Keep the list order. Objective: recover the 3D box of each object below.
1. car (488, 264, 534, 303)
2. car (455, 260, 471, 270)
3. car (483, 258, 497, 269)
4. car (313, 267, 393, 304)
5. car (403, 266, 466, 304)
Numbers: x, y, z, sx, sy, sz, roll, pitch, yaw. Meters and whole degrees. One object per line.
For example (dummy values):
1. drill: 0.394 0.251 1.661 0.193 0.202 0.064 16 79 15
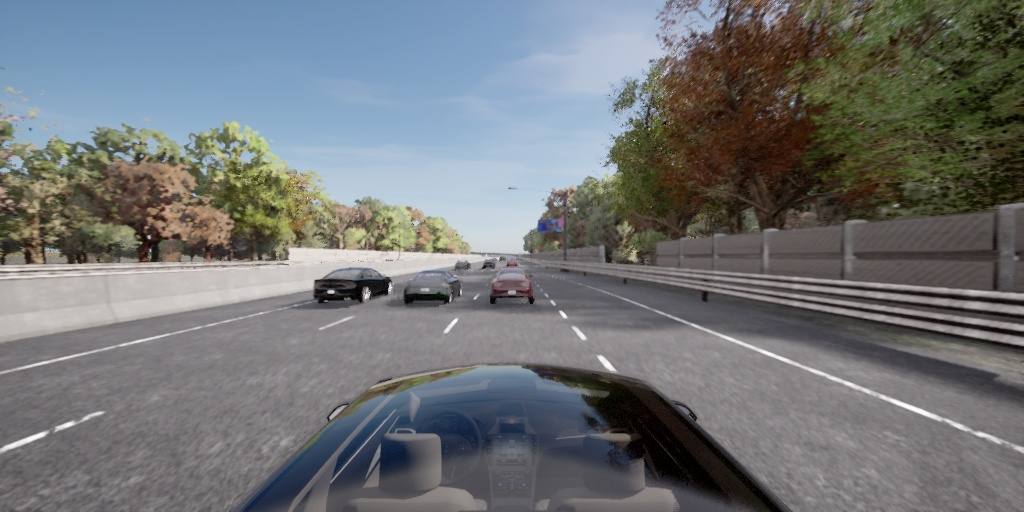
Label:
1. car: 0.000 1.286 16.593 1.812 1.442 4.674 0 0 0
2. car: -6.994 1.275 51.585 2.128 1.511 4.902 0 0 0
3. car: -3.497 1.292 55.954 1.837 1.490 4.892 0 0 0
4. car: -7.002 1.237 16.352 1.882 1.535 5.008 0 0 0
5. car: -3.499 1.324 16.452 1.994 1.385 4.181 0 0 0
